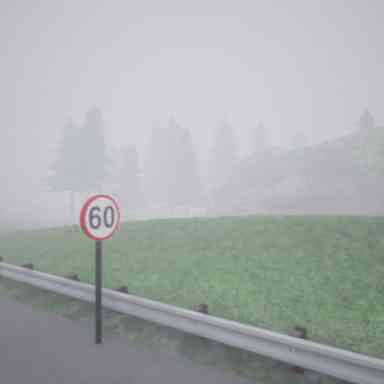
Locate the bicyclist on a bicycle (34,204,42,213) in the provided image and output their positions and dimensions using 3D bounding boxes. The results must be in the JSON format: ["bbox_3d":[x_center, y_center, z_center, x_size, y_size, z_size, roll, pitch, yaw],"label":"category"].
[{"bbox_3d":[-26.913,2.852,58.077,1.656,1.620,0.582,1,-3,11],"label":"bicyclist on a bicycle"}]
